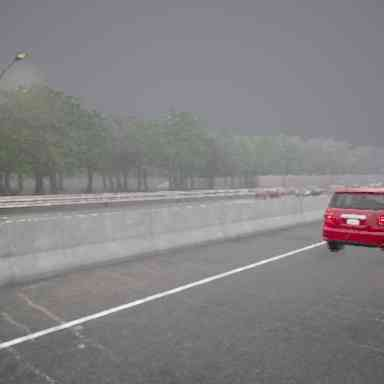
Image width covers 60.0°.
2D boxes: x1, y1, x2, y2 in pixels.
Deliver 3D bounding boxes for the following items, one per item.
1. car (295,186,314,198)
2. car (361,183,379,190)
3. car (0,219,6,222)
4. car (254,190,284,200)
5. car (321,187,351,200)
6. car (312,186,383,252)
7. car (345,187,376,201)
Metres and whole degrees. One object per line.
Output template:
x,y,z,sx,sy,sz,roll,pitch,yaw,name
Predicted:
16.077,-0.006,45.872,4.553,1.767,2.097,-2,2,-45,car
39.546,-1.277,73.827,4.902,1.511,2.128,-3,2,-44,car
-8.986,1.403,10.878,2.033,1.411,5.357,1,2,45,car
10.463,0.340,45.241,4.718,1.301,1.895,-2,2,-45,car
19.014,0.129,43.864,5.008,1.535,1.882,-2,2,-45,car
6.392,0.859,11.187,2.150,2.045,5.566,1,2,45,car
20.615,0.190,40.523,5.008,1.535,1.882,-2,2,-45,car
